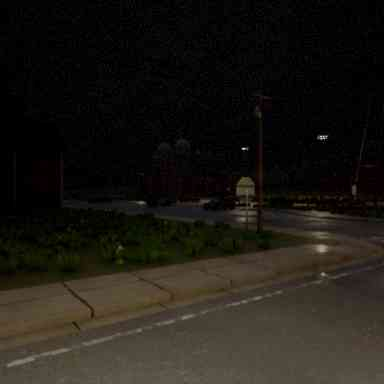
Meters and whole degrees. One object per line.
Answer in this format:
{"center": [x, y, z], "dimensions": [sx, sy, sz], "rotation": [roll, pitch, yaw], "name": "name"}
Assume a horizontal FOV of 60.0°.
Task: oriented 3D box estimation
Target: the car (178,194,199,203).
{"center": [-0.462, 1.229, 66.589], "dimensions": [4.605, 1.855, 1.932], "rotation": [0, 0, -36], "name": "car"}

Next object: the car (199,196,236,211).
{"center": [3.313, 1.451, 39.999], "dimensions": [4.193, 1.474, 1.816], "rotation": [0, 0, -36], "name": "car"}

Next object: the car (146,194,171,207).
{"center": [-5.121, 1.260, 50.533], "dimensions": [3.866, 1.878, 1.905], "rotation": [0, 0, -36], "name": "car"}

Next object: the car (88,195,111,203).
{"center": [-19.439, 1.427, 70.049], "dimensions": [4.611, 1.667, 2.242], "rotation": [0, 0, -36], "name": "car"}

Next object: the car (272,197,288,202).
{"center": [12.981, 1.439, 48.571], "dimensions": [3.905, 1.438, 1.784], "rotation": [0, 0, -36], "name": "car"}
